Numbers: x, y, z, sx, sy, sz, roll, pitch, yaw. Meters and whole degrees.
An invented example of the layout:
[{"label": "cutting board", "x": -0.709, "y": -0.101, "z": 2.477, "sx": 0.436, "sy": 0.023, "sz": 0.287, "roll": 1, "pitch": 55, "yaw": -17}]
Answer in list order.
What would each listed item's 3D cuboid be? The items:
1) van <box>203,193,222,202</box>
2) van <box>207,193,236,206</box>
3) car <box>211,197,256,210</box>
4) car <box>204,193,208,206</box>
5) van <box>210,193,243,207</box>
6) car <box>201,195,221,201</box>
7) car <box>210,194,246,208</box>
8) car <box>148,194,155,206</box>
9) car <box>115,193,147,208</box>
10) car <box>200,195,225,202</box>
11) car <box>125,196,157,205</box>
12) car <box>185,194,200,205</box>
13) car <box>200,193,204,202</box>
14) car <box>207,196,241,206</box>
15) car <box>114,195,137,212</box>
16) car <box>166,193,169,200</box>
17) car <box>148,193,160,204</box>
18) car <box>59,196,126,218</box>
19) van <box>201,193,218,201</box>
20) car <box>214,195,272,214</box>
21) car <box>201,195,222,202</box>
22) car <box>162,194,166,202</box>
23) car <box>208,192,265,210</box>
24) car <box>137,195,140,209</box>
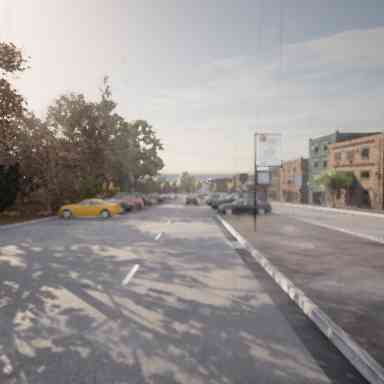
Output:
[{"label": "van", "x": 4.759, "y": 1.283, "z": 77.781, "sx": 4.442, "sy": 1.987, "sz": 1.878, "roll": 0, "pitch": 0, "yaw": 0}, {"label": "van", "x": 4.588, "y": 1.145, "z": 52.553, "sx": 4.442, "sy": 1.987, "sz": 1.878, "roll": 0, "pitch": 0, "yaw": 0}, {"label": "car", "x": 4.722, "y": 1.323, "z": 38.536, "sx": 4.892, "sy": 1.521, "sz": 2.231, "roll": 0, "pitch": 0, "yaw": 0}, {"label": "car", "x": 4.696, "y": 1.078, "z": 41.342, "sx": 5.566, "sy": 2.045, "sz": 2.435, "roll": 0, "pitch": 0, "yaw": 0}, {"label": "van", "x": 4.832, "y": 1.123, "z": 46.947, "sx": 4.442, "sy": 1.987, "sz": 1.878, "roll": 0, "pitch": 0, "yaw": 0}, {"label": "car", "x": 4.658, "y": 1.579, "z": 83.385, "sx": 4.792, "sy": 1.488, "sz": 2.163, "roll": 0, "pitch": 0, "yaw": 0}, {"label": "car", "x": 4.752, "y": 1.212, "z": 44.142, "sx": 4.553, "sy": 1.767, "sz": 2.185, "roll": 0, "pitch": 0, "yaw": 0}, {"label": "car", "x": -8.367, "y": 1.401, "z": 49.637, "sx": 4.674, "sy": 1.452, "sz": 2.002, "roll": 0, "pitch": 0, "yaw": 0}, {"label": "car", "x": -8.324, "y": 1.205, "z": 41.285, "sx": 4.553, "sy": 1.767, "sz": 2.185, "roll": 0, "pitch": 0, "yaw": 0}, {"label": "car", "x": 4.471, "y": 1.465, "z": 72.172, "sx": 5.366, "sy": 1.575, "sz": 1.946, "roll": 0, "pitch": 0, "yaw": 0}, {"label": "car", "x": -8.376, "y": 1.384, "z": 55.208, "sx": 5.008, "sy": 1.535, "sz": 2.097, "roll": 0, "pitch": 0, "yaw": 0}, {"label": "car", "x": -0.050, "y": 1.412, "z": 56.472, "sx": 1.837, "sy": 1.490, "sz": 4.892, "roll": 0, "pitch": 0, "yaw": 0}, {"label": "car", "x": 4.662, "y": 1.142, "z": 58.161, "sx": 5.566, "sy": 2.045, "sz": 2.435, "roll": 0, "pitch": 0, "yaw": 0}, {"label": "car", "x": 4.716, "y": 1.361, "z": 49.750, "sx": 4.892, "sy": 1.521, "sz": 2.231, "roll": 0, "pitch": 0, "yaw": 0}, {"label": "car", "x": -8.353, "y": 1.321, "z": 32.929, "sx": 5.008, "sy": 1.535, "sz": 2.097, "roll": 0, "pitch": 0, "yaw": 0}, {"label": "car", "x": -8.394, "y": 1.218, "z": 71.918, "sx": 5.566, "sy": 2.045, "sz": 2.435, "roll": 0, "pitch": 0, "yaw": 0}, {"label": "car", "x": -8.190, "y": 1.369, "z": 52.422, "sx": 5.366, "sy": 1.575, "sz": 1.946, "roll": 0, "pitch": 0, "yaw": 0}, {"label": "car", "x": -8.339, "y": 1.332, "z": 27.361, "sx": 5.008, "sy": 1.535, "sz": 2.097, "roll": 0, "pitch": 0, "yaw": 0}, {"label": "van", "x": 4.731, "y": 1.364, "z": 88.993, "sx": 4.442, "sy": 1.987, "sz": 1.878, "roll": 0, "pitch": 0, "yaw": 0}, {"label": "car", "x": 4.740, "y": 1.325, "z": 30.131, "sx": 4.892, "sy": 1.521, "sz": 2.231, "roll": 0, "pitch": 0, "yaw": 0}, {"label": "car", "x": 4.665, "y": 1.559, "z": 80.582, "sx": 4.792, "sy": 1.488, "sz": 2.163, "roll": 0, "pitch": 0, "yaw": 0}, {"label": "car", "x": -8.374, "y": 1.168, "z": 63.563, "sx": 5.566, "sy": 2.045, "sz": 2.435, "roll": 0, "pitch": 0, "yaw": 0}, {"label": "car", "x": 4.704, "y": 1.069, "z": 32.931, "sx": 5.566, "sy": 2.045, "sz": 2.435, "roll": 0, "pitch": 0, "yaw": 0}, {"label": "car", "x": -8.352, "y": 1.362, "z": 35.716, "sx": 4.674, "sy": 1.452, "sz": 2.002, "roll": 0, "pitch": 0, "yaw": 0}]
